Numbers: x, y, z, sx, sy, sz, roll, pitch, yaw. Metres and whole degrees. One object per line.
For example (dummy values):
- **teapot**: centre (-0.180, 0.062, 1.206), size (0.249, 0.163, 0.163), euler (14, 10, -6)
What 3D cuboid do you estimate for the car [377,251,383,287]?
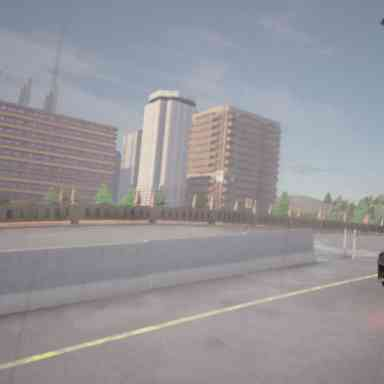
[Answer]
- **car**: centre (6.571, 1.750, 8.435), size (4.892, 1.490, 1.837), euler (3, -2, -35)
